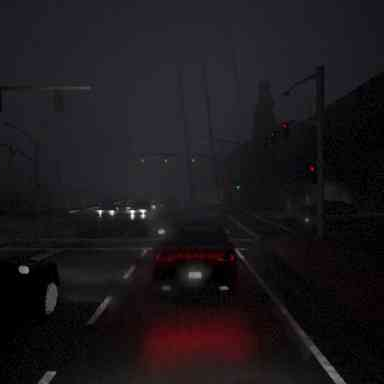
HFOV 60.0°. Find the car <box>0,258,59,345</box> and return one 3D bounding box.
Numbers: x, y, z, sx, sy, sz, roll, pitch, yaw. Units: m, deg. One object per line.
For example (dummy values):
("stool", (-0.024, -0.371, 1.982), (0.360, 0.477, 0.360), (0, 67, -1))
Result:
("car", (-3.440, 1.483, 4.304), (1.882, 1.535, 5.008), (0, 0, 0))

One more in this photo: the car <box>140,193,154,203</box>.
("car", (-9.919, 1.286, 73.833), (2.150, 2.045, 5.566), (0, 0, 1))

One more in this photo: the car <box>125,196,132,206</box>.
("car", (-10.546, 1.414, 53.005), (2.097, 1.767, 4.553), (0, 0, 2))

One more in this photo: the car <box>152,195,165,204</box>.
("car", (-6.646, 1.429, 66.303), (2.097, 1.767, 4.553), (0, 0, 2))

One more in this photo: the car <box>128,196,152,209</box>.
("car", (-7.186, 1.655, 46.642), (1.895, 1.301, 4.718), (0, 0, 1))

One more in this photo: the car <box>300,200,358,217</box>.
("car", (12.642, 1.514, 30.836), (5.008, 1.535, 1.882), (0, 0, 0))

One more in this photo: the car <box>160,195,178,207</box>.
("car", (-3.369, 1.413, 52.558), (2.097, 1.767, 4.553), (0, 0, 1))

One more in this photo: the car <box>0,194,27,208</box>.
("car", (-24.974, 1.205, 44.010), (4.605, 1.855, 1.932), (0, 0, 0))

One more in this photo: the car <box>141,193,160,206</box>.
("car", (-6.945, 1.418, 56.450), (2.097, 1.767, 4.553), (0, 0, 2))

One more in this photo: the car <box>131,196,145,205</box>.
("car", (-10.251, 1.599, 63.151), (1.812, 1.442, 4.674), (0, 0, 2))

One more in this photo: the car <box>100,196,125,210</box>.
("car", (-10.732, 1.556, 44.005), (1.837, 1.490, 4.892), (0, 0, 1))

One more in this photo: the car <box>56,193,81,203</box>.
("car", (-24.944, 1.233, 66.528), (3.866, 1.878, 1.905), (0, 0, 0))

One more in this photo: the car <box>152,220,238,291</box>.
("car", (0.063, 1.488, 9.049), (1.882, 1.535, 5.008), (0, 0, 0))

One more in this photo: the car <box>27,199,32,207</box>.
("car", (-24.918, 1.211, 46.904), (3.866, 1.878, 1.905), (0, 0, 0))
